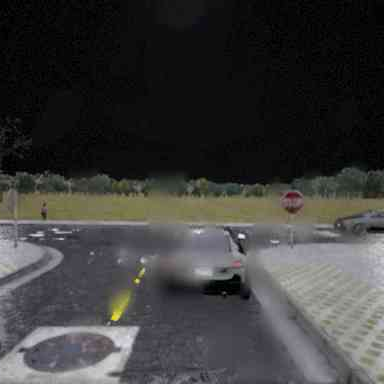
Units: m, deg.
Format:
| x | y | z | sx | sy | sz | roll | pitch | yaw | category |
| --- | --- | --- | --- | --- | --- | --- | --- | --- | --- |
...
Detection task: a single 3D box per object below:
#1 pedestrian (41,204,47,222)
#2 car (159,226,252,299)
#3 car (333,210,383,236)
| x | y | z | sx | sy | sz | roll | pitch | yaw | category |
| --- | --- | --- | --- | --- | --- | --- | --- | --- | --- |
| -9.729 | 1.019 | 21.884 | 0.375 | 1.860 | 0.375 | 0 | -1 | 0 | pedestrian |
| 0.427 | 1.570 | 8.574 | 1.994 | 1.385 | 4.181 | 0 | 0 | 5 | car |
| 10.445 | 1.739 | 19.138 | 4.181 | 1.385 | 1.994 | 1 | 0 | 0 | car |
